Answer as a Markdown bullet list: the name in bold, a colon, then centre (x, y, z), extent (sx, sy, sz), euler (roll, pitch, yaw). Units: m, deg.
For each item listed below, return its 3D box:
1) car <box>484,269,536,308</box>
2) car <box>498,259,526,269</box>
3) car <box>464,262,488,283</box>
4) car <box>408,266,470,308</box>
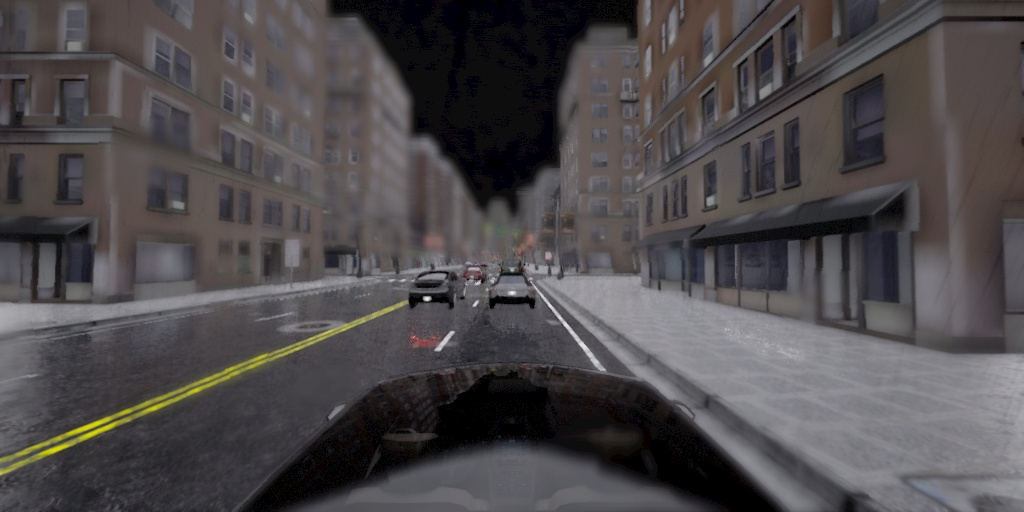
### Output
- **car**: centre (0.013, 1.447, 16.136), extent (1.994, 1.385, 4.181), euler (0, 0, 0)
- **car**: centre (0.016, 1.234, 30.855), extent (2.150, 2.045, 5.566), euler (0, 0, 0)
- **car**: centre (-3.229, 1.547, 31.225), extent (1.812, 1.442, 4.674), euler (0, 0, 0)
- **car**: centre (-3.239, 1.391, 16.139), extent (1.837, 1.490, 4.892), euler (0, 0, 0)
